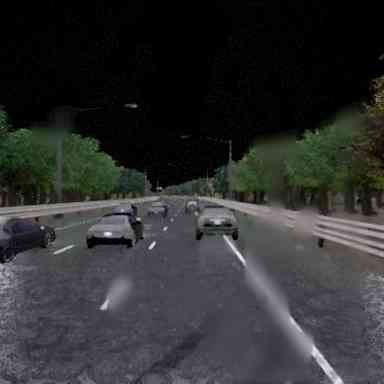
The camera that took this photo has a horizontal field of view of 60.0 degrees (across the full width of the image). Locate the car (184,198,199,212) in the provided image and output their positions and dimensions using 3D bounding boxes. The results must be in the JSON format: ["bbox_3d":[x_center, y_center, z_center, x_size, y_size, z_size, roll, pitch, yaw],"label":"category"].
[{"bbox_3d":[0.059,1.883,44.100,1.812,1.442,4.674,0,0,0],"label":"car"}]

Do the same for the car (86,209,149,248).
[{"bbox_3d":[-3.402,1.690,15.470,1.994,1.385,4.181,0,0,0],"label":"car"}]

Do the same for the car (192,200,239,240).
[{"bbox_3d":[1.222,1.499,18.079,2.097,1.767,4.553,0,0,0],"label":"car"}]

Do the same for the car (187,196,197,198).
[{"bbox_3d":[-0.005,1.688,57.180,2.150,2.045,5.566,0,0,0],"label":"car"}]

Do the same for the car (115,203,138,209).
[{"bbox_3d":[-6.903,1.848,35.019,1.994,1.385,4.181,0,0,0],"label":"car"}]

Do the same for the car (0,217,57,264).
[{"bbox_3d":[-6.901,1.647,12.267,2.033,1.411,5.357,0,0,0],"label":"car"}]

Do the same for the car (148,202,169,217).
[{"bbox_3d":[-3.403,1.769,34.211,2.128,1.511,4.902,0,0,0],"label":"car"}]
